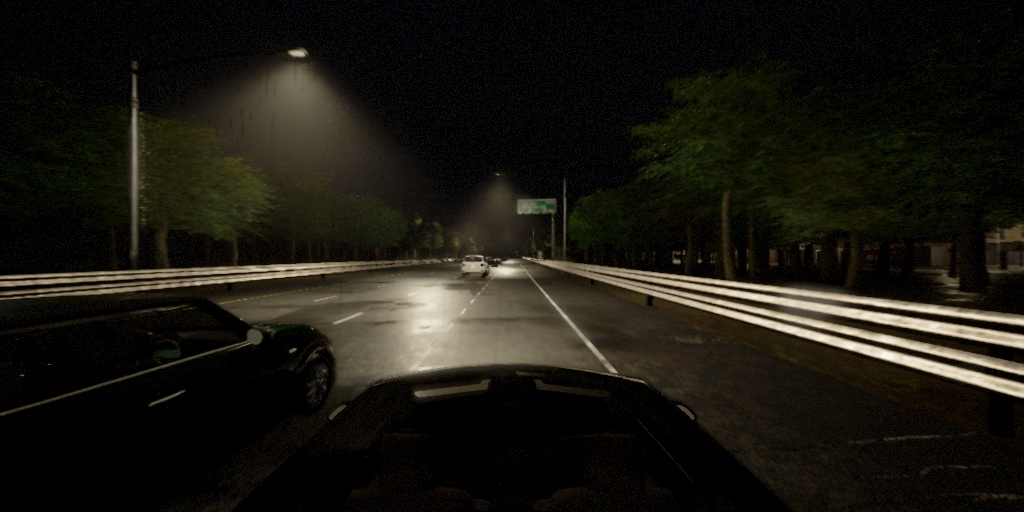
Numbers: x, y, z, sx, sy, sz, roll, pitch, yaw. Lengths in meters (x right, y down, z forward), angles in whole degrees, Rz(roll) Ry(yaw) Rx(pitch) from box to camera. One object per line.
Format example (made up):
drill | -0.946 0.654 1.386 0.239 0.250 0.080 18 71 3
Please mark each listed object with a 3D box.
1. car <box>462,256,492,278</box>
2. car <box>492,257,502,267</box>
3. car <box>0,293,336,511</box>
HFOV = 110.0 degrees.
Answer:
car | -3.463 0.971 34.459 2.150 2.045 5.566 0 0 0
car | -3.354 1.217 62.489 2.128 1.511 4.902 0 0 0
car | -3.500 1.101 3.156 2.097 1.767 4.553 0 0 0
